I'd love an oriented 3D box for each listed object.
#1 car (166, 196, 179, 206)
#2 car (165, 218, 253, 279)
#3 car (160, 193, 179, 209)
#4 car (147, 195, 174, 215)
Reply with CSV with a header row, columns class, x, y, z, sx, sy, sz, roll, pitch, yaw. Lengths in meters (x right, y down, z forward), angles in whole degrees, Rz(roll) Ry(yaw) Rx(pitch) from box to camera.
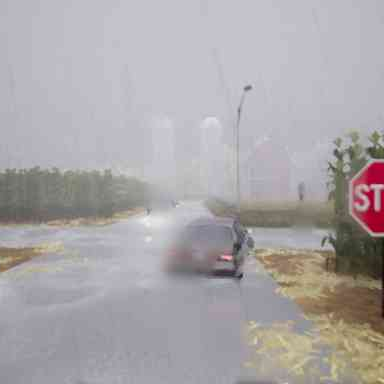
class,x,y,z,sx,sy,sz,roll,pitch,yaw
car,-3.137,1.396,53.879,1.812,1.442,4.674,0,0,0
car,0.723,1.473,9.888,2.033,1.411,5.357,0,1,13
car,-3.173,1.112,42.284,2.150,2.045,5.566,0,0,0
car,-3.180,1.368,31.922,2.128,1.511,4.902,0,0,0
